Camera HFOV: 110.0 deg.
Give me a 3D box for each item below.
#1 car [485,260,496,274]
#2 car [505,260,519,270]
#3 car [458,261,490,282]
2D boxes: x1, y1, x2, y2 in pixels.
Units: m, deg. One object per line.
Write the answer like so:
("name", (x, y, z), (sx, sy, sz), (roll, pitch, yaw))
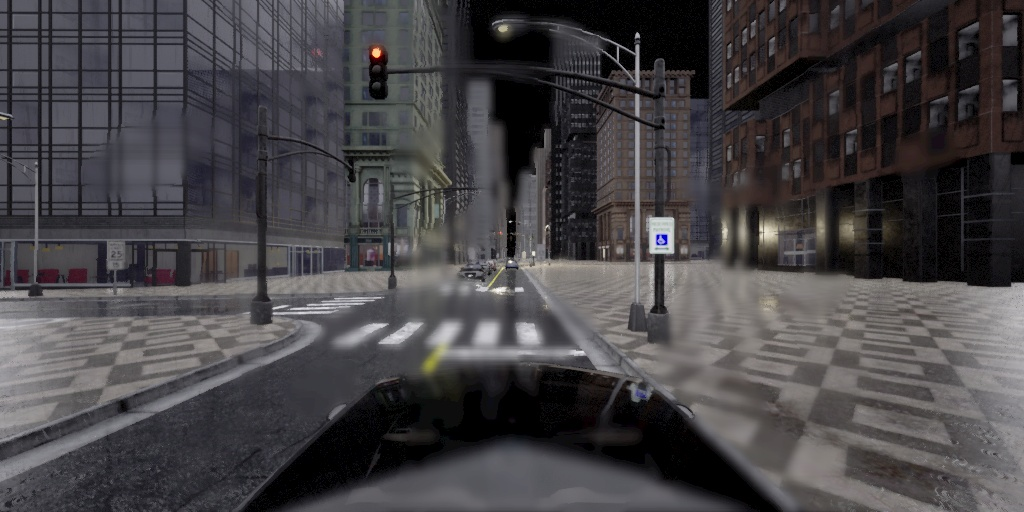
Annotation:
("car", (-3.102, 1.244, 37.916), (2.128, 1.511, 4.902), (0, 0, 0))
("car", (-0.010, 1.325, 53.357), (1.994, 1.385, 4.181), (0, 0, 0))
("car", (-3.109, 1.314, 28.945), (1.994, 1.385, 4.181), (0, 0, 0))
